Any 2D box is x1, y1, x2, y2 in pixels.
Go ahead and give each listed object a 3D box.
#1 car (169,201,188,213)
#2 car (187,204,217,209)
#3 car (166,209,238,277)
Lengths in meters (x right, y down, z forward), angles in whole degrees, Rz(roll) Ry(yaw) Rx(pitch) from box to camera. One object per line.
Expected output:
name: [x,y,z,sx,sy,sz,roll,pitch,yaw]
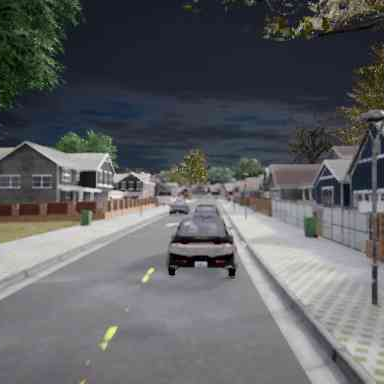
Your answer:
car: [-1.210,1.642,34.309,2.033,1.411,5.357,0,0,4]
car: [1.036,1.601,23.581,2.033,1.411,5.357,0,0,4]
car: [0.340,1.510,10.306,2.128,1.511,4.902,0,0,3]
